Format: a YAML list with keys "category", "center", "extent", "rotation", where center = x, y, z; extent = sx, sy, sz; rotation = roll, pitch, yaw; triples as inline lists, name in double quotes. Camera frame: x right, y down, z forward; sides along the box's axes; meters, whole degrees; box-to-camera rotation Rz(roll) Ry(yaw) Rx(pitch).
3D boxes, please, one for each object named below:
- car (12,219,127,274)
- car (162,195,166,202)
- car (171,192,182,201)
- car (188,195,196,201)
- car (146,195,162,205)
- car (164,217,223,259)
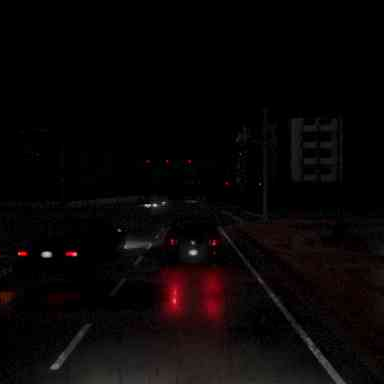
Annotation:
- category: "car"
  center: [-3.461, 1.549, 10.479]
  extent: [2.033, 1.411, 5.357]
  rotation: [0, 0, 1]
- category: "car"
  center: [-7.024, 1.378, 74.991]
  extent: [1.837, 1.490, 4.892]
  rotation: [0, 0, 0]
- category: "car"
  center: [-3.525, 1.078, 75.969]
  extent: [2.150, 2.045, 5.566]
  rotation: [0, 0, 0]
- category: "car"
  center: [-0.025, 1.446, 75.984]
  extent: [1.895, 1.301, 4.718]
  rotation: [0, 0, 0]
- category: "car"
  center: [-7.052, 1.557, 59.446]
  extent: [2.033, 1.411, 5.357]
  rotation: [0, 0, 1]
- category: "car"
  center: [0.056, 1.603, 12.608]
  extent: [1.895, 1.301, 4.718]
  rotation: [0, 0, 0]
